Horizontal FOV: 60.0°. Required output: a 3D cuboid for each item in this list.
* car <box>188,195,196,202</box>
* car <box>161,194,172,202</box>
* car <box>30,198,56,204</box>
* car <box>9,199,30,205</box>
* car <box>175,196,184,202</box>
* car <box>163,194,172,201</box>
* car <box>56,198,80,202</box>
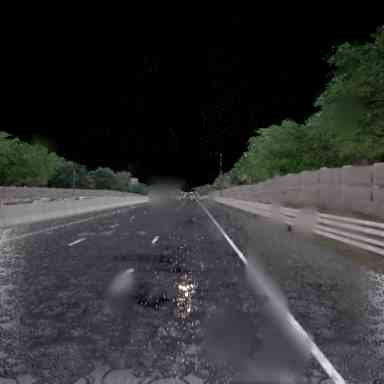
[{"bbox_3d":[0.036,1.683,86.048,2.097,1.767,4.553,0,0,0],"label":"car"},{"bbox_3d":[-6.965,1.860,84.829,2.033,1.411,5.357,0,0,0],"label":"car"},{"bbox_3d":[-21.021,1.590,48.401,1.882,1.535,5.008,0,0,1],"label":"car"},{"bbox_3d":[-24.515,1.714,48.272,1.895,1.301,4.718,0,0,1],"label":"car"},{"bbox_3d":[-3.464,1.851,85.661,2.128,1.511,4.902,0,0,0],"label":"car"},{"bbox_3d":[-6.962,1.512,95.280,2.150,2.045,5.566,0,0,0],"label":"car"},{"bbox_3d":[-17.523,1.613,48.457,1.837,1.490,4.892,0,0,1],"label":"car"}]
